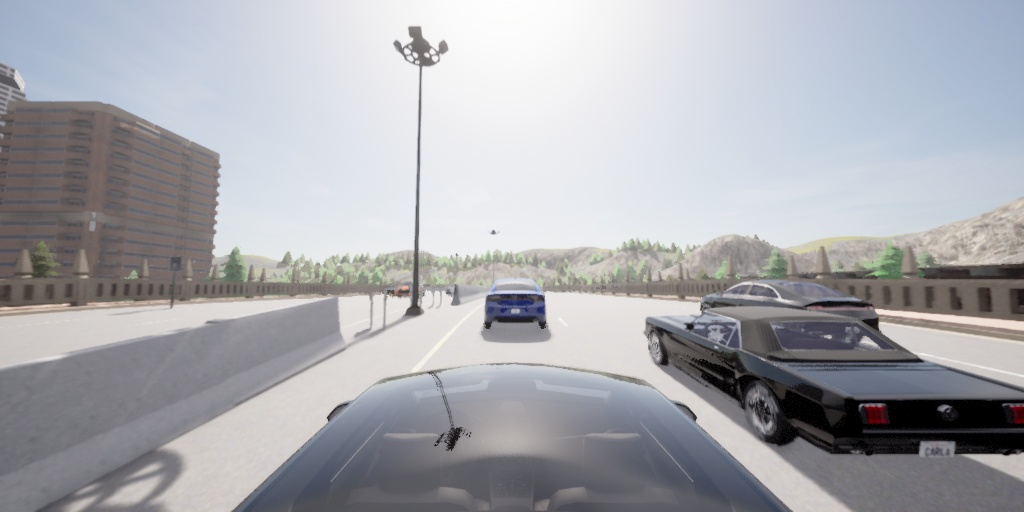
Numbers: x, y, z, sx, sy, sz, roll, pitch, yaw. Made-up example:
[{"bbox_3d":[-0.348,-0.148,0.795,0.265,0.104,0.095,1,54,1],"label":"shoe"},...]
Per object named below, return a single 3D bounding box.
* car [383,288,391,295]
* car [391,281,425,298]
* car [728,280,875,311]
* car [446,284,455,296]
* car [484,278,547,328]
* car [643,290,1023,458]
[{"bbox_3d":[-14.077,4.215,43.707,1.895,1.301,4.718,0,-5,0],"label":"car"},{"bbox_3d":[-10.584,3.408,37.420,2.097,1.767,4.553,0,-5,0],"label":"car"},{"bbox_3d":[7.101,1.415,9.910,2.128,1.511,4.902,0,-2,0],"label":"car"},{"bbox_3d":[-7.073,4.228,45.084,2.128,1.511,4.902,0,-5,0],"label":"car"},{"bbox_3d":[0.102,1.516,12.534,1.882,1.535,5.008,0,-3,0],"label":"car"},{"bbox_3d":[3.601,1.393,5.257,1.895,1.301,4.718,0,-1,0],"label":"car"}]
